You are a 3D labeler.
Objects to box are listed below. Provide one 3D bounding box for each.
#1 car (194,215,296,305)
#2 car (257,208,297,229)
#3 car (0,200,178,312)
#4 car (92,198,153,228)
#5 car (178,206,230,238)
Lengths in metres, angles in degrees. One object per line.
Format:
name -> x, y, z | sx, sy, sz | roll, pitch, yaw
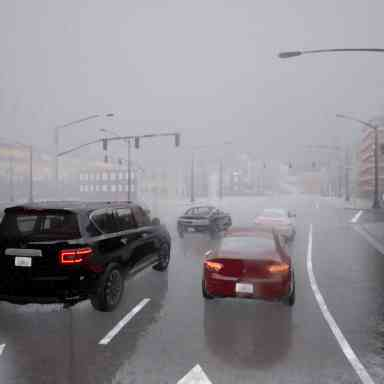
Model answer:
car -> 1.445, 1.526, 8.099 | 1.812, 1.442, 4.674 | 0, 0, 13
car -> 4.178, 1.526, 16.534 | 1.812, 1.442, 4.674 | 0, 0, 20
car -> -2.167, 1.221, 8.012 | 2.150, 2.045, 5.566 | 0, 0, 12
car -> -4.693, 1.364, 23.256 | 2.097, 1.767, 4.553 | 0, 0, 20
car -> 0.771, 1.491, 17.263 | 2.128, 1.511, 4.902 | 0, 0, 19
